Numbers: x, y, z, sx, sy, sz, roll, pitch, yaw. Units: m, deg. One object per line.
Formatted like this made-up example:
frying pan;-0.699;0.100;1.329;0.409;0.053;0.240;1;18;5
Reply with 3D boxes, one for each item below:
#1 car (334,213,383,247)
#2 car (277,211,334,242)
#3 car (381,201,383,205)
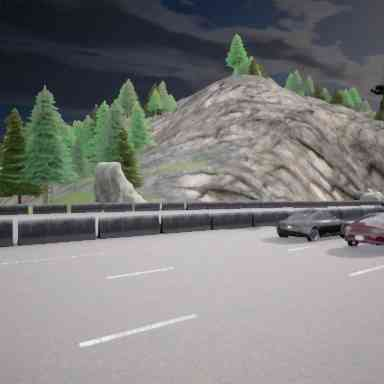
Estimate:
car;8.289;1.614;14.081;4.674;1.442;1.812;1;0;-35
car;6.257;1.653;16.930;4.181;1.385;1.994;1;0;-35
car;39.751;2.161;66.616;4.892;1.490;1.837;1;0;-35
